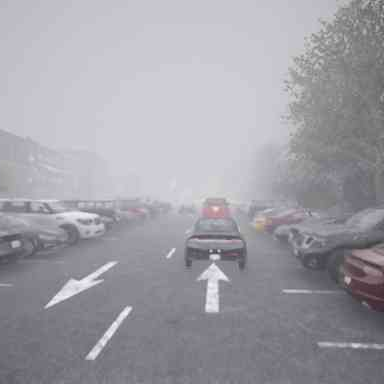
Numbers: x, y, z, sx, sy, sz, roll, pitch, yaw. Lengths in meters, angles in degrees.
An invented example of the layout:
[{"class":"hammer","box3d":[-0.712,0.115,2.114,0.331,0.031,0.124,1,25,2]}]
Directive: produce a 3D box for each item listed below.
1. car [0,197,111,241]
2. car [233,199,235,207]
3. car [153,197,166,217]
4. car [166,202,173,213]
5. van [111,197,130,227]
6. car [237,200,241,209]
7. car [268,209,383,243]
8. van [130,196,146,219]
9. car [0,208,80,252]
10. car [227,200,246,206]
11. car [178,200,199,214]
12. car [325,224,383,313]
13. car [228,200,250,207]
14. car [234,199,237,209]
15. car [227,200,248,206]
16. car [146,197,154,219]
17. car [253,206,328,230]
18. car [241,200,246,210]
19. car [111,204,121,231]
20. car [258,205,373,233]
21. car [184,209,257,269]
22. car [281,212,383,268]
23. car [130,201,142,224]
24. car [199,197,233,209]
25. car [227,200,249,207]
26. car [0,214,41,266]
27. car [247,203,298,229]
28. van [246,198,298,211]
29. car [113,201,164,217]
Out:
[{"class":"car","box3d":[-6.964,1.310,15.379,5.566,2.045,2.435,0,-1,4]},{"class":"car","box3d":[8.280,1.979,45.126,5.008,1.535,2.097,0,-1,4]},{"class":"car","box3d":[-5.753,1.474,32.154,5.566,2.045,2.435,0,-1,4]},{"class":"car","box3d":[-4.968,1.873,43.333,4.892,1.521,2.231,0,-1,4]},{"class":"van","box3d":[-6.475,1.390,20.965,4.442,1.987,1.878,0,-1,4]},{"class":"car","box3d":[7.673,1.895,36.793,4.674,1.452,2.002,0,-1,4]},{"class":"car","box3d":[6.032,1.656,14.578,4.792,1.488,2.163,0,-1,4]},{"class":"van","box3d":[-6.304,1.442,26.574,4.442,1.987,1.878,0,-1,4]},{"class":"car","box3d":[-7.200,1.536,12.579,4.892,1.521,2.231,0,-1,4]},{"class":"car","box3d":[11.093,2.745,83.198,4.674,1.452,2.002,0,-1,4]},{"class":"car","box3d":[-0.539,1.970,39.945,1.895,1.301,4.718,0,-1,4]},{"class":"car","box3d":[5.458,1.553,6.243,5.008,1.535,2.097,0,0,4]},{"class":"car","box3d":[10.379,2.559,73.528,4.674,1.452,2.002,0,-1,4]},{"class":"car","box3d":[7.881,1.892,39.572,5.008,1.535,2.097,0,-1,4]},{"class":"car","box3d":[10.849,2.643,79.932,4.892,1.521,2.231,0,-1,4]},{"class":"car","box3d":[-6.017,1.570,29.363,4.553,1.767,2.185,0,-1,4]},{"class":"car","box3d":[6.658,1.746,22.910,4.674,1.452,2.002,0,-1,4]},{"class":"car","box3d":[7.235,1.663,31.244,4.553,1.767,2.185,0,-1,4]},{"class":"car","box3d":[-6.799,1.588,18.176,5.008,1.535,2.097,0,-1,4]},{"class":"car","box3d":[6.255,1.653,17.354,5.008,1.535,2.097,0,-1,4]},{"class":"car","box3d":[0.816,1.582,11.499,2.128,1.511,4.902,0,0,4]},{"class":"car","box3d":[5.891,1.630,11.796,4.792,1.488,2.163,0,-1,4]},{"class":"car","box3d":[-6.397,1.643,23.767,4.892,1.521,2.231,0,-1,4]},{"class":"car","box3d":[2.013,1.467,27.958,2.150,2.045,5.566,0,-1,4]},{"class":"car","box3d":[10.619,2.579,76.668,5.008,1.535,2.097,0,-1,4]},{"class":"car","box3d":[-7.425,1.540,9.790,4.792,1.488,2.163,0,0,4]},{"class":"car","box3d":[6.276,1.676,20.146,5.366,1.575,1.946,0,-1,4]},{"class":"van","box3d":[7.180,1.534,28.461,4.442,1.987,1.878,0,-1,4]},{"class":"car","box3d":[-5.572,1.757,34.950,4.892,1.521,2.231,0,-1,4]}]
